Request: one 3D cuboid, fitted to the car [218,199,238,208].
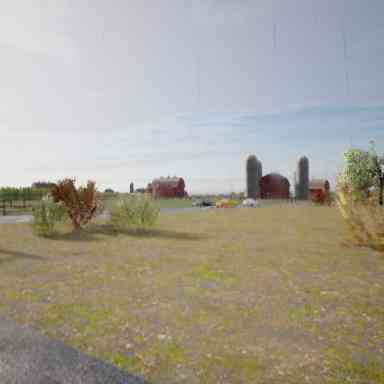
[{"bbox_3d":[5.987,1.927,56.634,1.882,1.535,5.008,-1,-1,36],"label":"car"}]

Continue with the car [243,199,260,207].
[{"bbox_3d":[11.414,2.079,64.255,1.812,1.442,4.674,-1,-1,36],"label":"car"}]

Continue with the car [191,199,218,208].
[{"bbox_3d":[1.762,1.967,56.886,2.128,1.511,4.902,-1,-1,36],"label":"car"}]
